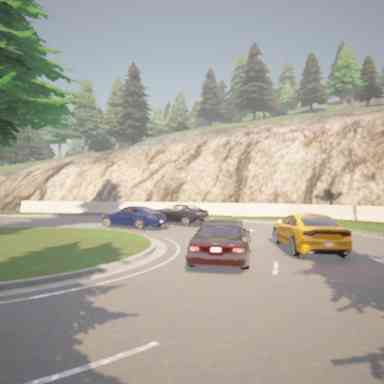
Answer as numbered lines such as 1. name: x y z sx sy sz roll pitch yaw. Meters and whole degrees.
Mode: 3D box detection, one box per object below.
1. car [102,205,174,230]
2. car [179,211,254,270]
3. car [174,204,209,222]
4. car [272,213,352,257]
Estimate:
1. car: -3.795 1.621 21.661 4.674 1.442 1.812 0 0 33
2. car: 1.096 1.621 11.442 2.033 1.411 5.357 0 0 10
3. car: -0.993 1.623 24.063 4.902 1.511 2.128 0 0 37
4. car: 4.632 1.589 13.451 1.882 1.535 5.008 1 0 2
